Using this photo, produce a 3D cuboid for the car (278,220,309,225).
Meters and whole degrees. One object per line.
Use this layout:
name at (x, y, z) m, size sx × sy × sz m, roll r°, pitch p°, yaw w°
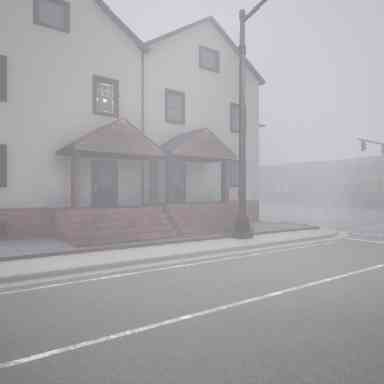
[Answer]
car at (8.721, 3.432, 31.104) m, size 1.837 × 1.490 × 4.892 m, roll -1°, pitch -13°, yaw -36°
